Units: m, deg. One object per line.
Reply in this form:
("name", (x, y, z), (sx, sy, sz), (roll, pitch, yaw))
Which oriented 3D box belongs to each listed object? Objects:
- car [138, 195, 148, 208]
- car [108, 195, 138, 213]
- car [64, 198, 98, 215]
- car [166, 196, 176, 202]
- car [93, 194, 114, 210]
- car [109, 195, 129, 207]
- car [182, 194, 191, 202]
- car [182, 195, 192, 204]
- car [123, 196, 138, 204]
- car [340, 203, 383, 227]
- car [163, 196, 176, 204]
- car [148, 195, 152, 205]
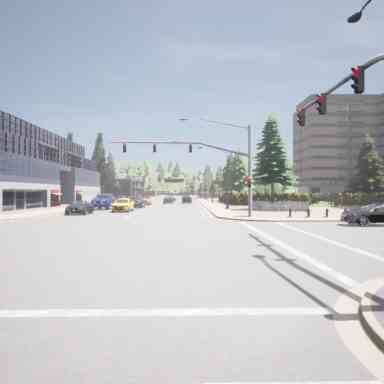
("car", (-7.924, 1.352, 47.097), (2.097, 1.767, 4.553), (0, 0, -1))
("car", (-7.802, 1.478, 37.861), (1.882, 1.535, 5.008), (0, 0, -1))
("car", (-11.238, 1.564, 33.469), (1.994, 1.385, 4.181), (0, 0, -1))
("car", (-4.709, 1.510, 75.265), (1.895, 1.301, 4.718), (0, 0, -1))
("car", (-11.370, 1.221, 42.822), (2.150, 2.045, 5.566), (0, 0, -1))
("car", (-11.492, 1.352, 52.722), (2.097, 1.767, 4.553), (0, 0, -1))
("car", (-1.204, 1.355, 75.018), (2.097, 1.767, 4.553), (0, 0, -1))
("car", (-0.968, 1.505, 64.953), (1.837, 1.490, 4.892), (0, 0, -1))
("car", (-11.587, 1.491, 62.980), (2.128, 1.511, 4.902), (0, 0, 0))
("car", (12.505, 1.492, 22.232), (4.902, 1.511, 2.128), (0, 0, -1))
("car", (-4.565, 1.547, 64.629), (2.033, 1.411, 5.357), (0, 0, -1))
("car", (-8.044, 1.352, 57.212), (2.097, 1.767, 4.553), (0, 0, -1))
